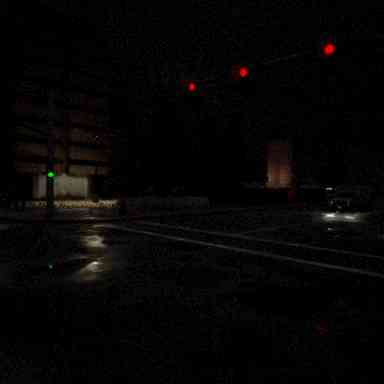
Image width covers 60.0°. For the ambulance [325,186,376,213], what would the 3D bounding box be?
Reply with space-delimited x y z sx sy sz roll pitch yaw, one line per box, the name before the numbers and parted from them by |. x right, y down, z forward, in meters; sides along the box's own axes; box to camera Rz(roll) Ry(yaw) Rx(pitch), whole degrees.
ambulance | 15.404 0.671 32.095 2.351 2.431 6.366 2 1 44
